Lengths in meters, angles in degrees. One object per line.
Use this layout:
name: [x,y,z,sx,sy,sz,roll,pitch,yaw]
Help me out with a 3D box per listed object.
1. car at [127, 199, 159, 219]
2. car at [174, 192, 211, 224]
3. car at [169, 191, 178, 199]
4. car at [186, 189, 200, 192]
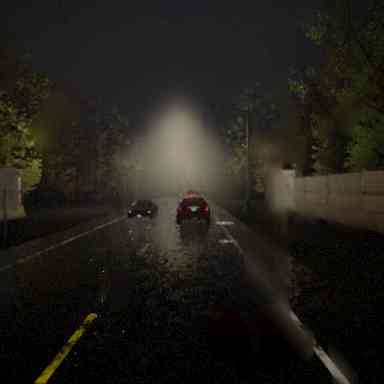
car: [-3.591,1.211,25.275,2.033,1.411,5.357,1,1,0]
car: [0.101,1.055,22.084,2.097,1.767,4.553,0,0,0]
car: [-3.498,0.560,66.630,1.837,1.490,4.892,0,1,0]
car: [0.101,0.682,40.068,2.150,2.045,5.566,0,1,1]
